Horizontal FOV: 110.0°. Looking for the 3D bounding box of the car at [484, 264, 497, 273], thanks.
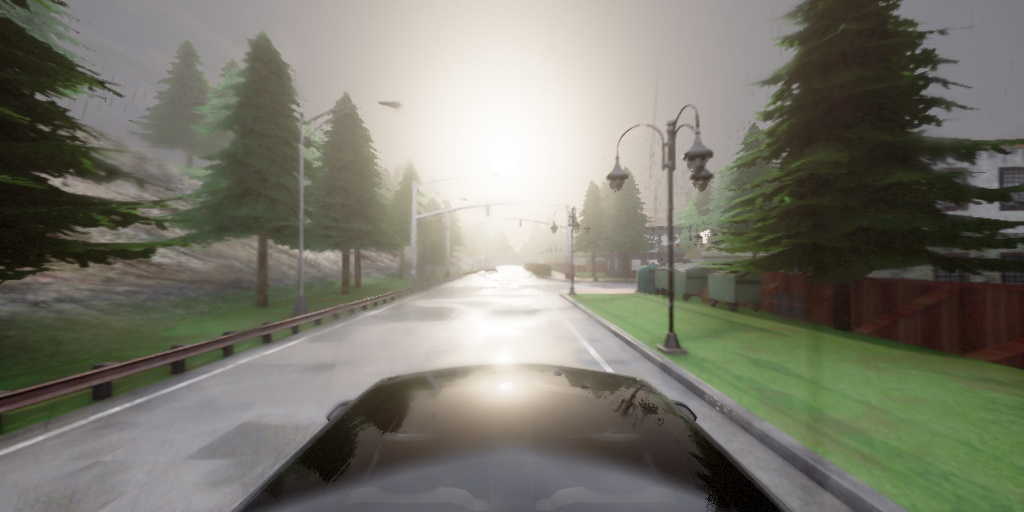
[{"bbox_3d":[-3.499,2.082,59.967,1.994,1.385,4.181,0,0,0],"label":"car"}]
